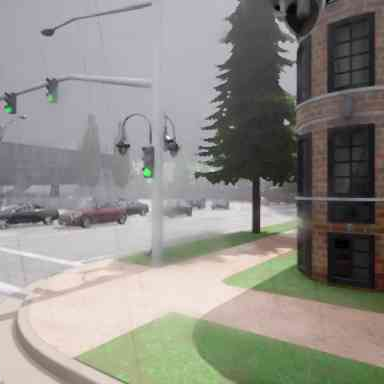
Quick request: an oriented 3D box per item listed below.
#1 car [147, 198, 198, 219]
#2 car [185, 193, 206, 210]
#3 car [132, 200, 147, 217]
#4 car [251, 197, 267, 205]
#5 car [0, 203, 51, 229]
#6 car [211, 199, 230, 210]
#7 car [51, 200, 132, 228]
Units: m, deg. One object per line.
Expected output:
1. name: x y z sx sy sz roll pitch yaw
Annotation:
1. car: -1.603 1.524 29.640 1.812 1.442 4.674 0 0 31
2. car: 0.418 1.216 43.339 2.150 2.045 5.566 0 0 12
3. car: -5.835 1.489 29.443 2.128 1.511 4.902 0 0 31
4. car: 11.662 1.523 57.678 1.812 1.442 4.674 0 0 -5
5. car: -11.099 1.489 21.655 2.128 1.511 4.902 0 0 35
6. car: 3.685 1.561 42.455 1.994 1.385 4.181 0 0 13
7. car: -6.520 1.350 22.126 2.097 1.767 4.553 0 0 34
